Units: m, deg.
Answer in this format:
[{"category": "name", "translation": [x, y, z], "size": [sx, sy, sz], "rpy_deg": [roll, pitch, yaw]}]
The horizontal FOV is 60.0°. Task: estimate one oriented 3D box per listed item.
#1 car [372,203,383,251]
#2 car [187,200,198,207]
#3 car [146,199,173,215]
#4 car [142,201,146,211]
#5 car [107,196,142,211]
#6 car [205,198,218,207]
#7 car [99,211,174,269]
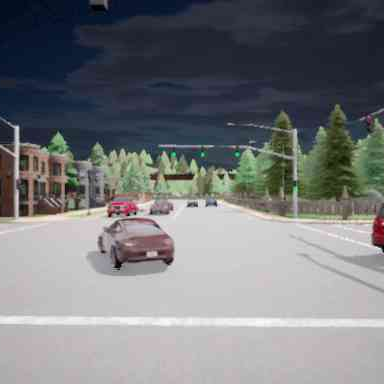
[{"category": "car", "translation": [9.113, 1.311, 11.846], "size": [5.566, 2.045, 2.150], "rpy_deg": [0, -2, -19]}, {"category": "car", "translation": [0.120, 2.057, 60.654], "size": [1.895, 1.301, 4.718], "rpy_deg": [0, 0, 0]}, {"category": "car", "translation": [-3.582, 1.636, 37.633], "size": [2.097, 1.767, 4.553], "rpy_deg": [0, 0, 0]}, {"category": "car", "translation": [-7.070, 1.856, 43.763], "size": [1.812, 1.442, 4.674], "rpy_deg": [0, 0, 1]}, {"category": "car", "translation": [-7.057, 1.481, 34.367], "size": [2.150, 2.045, 5.566], "rpy_deg": [0, 0, 2]}, {"category": "car", "translation": [3.532, 1.809, 60.779], "size": [2.097, 1.767, 4.553], "rpy_deg": [0, 0, 0]}, {"category": "car", "translation": [-2.035, 1.614, 11.556], "size": [1.812, 1.442, 4.674], "rpy_deg": [1, -1, -23]}]
